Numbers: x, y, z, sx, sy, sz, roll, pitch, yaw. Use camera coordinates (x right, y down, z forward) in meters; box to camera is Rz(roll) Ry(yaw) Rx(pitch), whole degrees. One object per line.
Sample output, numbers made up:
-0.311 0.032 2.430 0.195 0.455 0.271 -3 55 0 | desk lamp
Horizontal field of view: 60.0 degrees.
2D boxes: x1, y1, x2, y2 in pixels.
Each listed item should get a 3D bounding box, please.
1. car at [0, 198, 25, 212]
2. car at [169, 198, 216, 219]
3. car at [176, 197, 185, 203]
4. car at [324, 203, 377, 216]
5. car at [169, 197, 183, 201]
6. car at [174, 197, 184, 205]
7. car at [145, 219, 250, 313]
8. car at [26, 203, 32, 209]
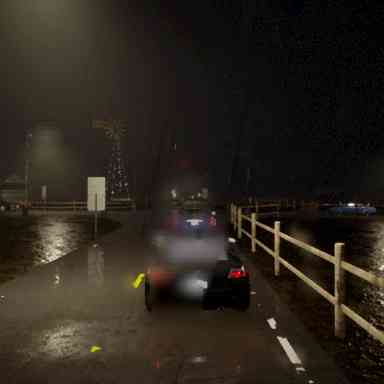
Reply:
-20.255 1.292 34.093 4.892 1.490 1.837 1 -2 0 | car
0.122 1.380 16.392 2.097 1.767 4.553 0 0 0 | car
-2.622 1.907 78.791 1.994 1.385 4.181 0 0 0 | car
17.908 1.950 37.662 5.357 1.411 2.033 1 -2 0 | car
-2.754 1.681 55.471 2.128 1.511 4.902 0 0 0 | car
-2.649 1.753 68.418 1.882 1.535 5.008 0 -1 0 | car
0.110 1.573 7.749 1.994 1.385 4.181 0 0 0 | car
-20.948 1.482 37.719 4.718 1.301 1.895 1 -2 1 | car
